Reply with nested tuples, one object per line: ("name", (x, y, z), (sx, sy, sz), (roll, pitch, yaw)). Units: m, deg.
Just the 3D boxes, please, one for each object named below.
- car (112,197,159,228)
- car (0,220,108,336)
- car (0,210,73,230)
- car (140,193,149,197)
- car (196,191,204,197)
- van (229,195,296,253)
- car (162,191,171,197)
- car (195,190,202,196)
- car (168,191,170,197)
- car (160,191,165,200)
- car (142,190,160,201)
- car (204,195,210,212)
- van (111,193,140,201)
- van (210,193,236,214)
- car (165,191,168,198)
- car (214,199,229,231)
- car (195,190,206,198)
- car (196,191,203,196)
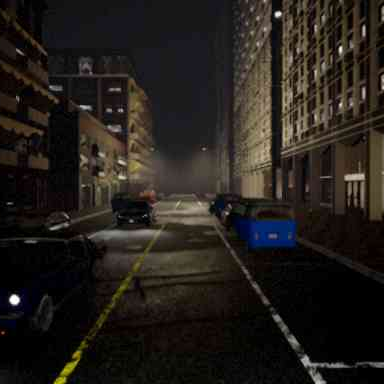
("car", (-3.265, 1.261, 20.184), (1.812, 1.442, 4.674), (0, 1, 0))
("car", (-3.154, 1.520, 6.650), (1.895, 1.301, 4.718), (0, 1, -1))
("car", (-5.799, 1.401, 12.456), (2.008, 1.369, 4.403), (0, 1, -1))
("car", (-6.016, 1.129, 35.047), (1.802, 1.307, 4.206), (0, 1, -1))
("car", (1.930, 0.496, 80.309), (1.947, 1.339, 4.313), (0, 1, -1))
("van", (2.580, 1.158, 12.533), (1.690, 1.788, 3.998), (0, 1, -1))
("car", (-6.504, 0.438, 85.878), (1.887, 1.381, 4.507), (0, 1, -1))
("car", (1.821, 0.230, 91.604), (1.967, 1.590, 4.097), (0, 1, -1))
("car", (-6.394, 0.562, 74.412), (1.752, 1.417, 4.829), (0, 1, -1))
("car", (-6.233, 0.817, 57.639), (1.947, 1.339, 4.313), (0, 1, -1))
("car", (-6.126, 0.714, 46.340), (2.192, 1.841, 5.009), (0, 1, -1))
("car", (2.418, 1.155, 29.479), (1.947, 1.339, 4.313), (0, 1, -1))
("van", (-5.963, 0.963, 29.396), (1.690, 1.788, 3.998), (0, 1, -1))
("van", (2.472, 1.005, 23.828), (1.690, 1.788, 3.998), (0, 1, -1))
("car", (-6.287, 0.729, 63.286), (2.008, 1.369, 4.403), (0, 1, -1))
("car", (2.527, 1.291, 18.183), (2.008, 1.369, 4.403), (0, 1, -1))
("car", (2.038, 0.654, 69.014), (1.802, 1.307, 4.206), (0, 1, -1))
("car", (1.875, 0.442, 85.959), (1.802, 1.307, 4.206), (0, 1, -1))
